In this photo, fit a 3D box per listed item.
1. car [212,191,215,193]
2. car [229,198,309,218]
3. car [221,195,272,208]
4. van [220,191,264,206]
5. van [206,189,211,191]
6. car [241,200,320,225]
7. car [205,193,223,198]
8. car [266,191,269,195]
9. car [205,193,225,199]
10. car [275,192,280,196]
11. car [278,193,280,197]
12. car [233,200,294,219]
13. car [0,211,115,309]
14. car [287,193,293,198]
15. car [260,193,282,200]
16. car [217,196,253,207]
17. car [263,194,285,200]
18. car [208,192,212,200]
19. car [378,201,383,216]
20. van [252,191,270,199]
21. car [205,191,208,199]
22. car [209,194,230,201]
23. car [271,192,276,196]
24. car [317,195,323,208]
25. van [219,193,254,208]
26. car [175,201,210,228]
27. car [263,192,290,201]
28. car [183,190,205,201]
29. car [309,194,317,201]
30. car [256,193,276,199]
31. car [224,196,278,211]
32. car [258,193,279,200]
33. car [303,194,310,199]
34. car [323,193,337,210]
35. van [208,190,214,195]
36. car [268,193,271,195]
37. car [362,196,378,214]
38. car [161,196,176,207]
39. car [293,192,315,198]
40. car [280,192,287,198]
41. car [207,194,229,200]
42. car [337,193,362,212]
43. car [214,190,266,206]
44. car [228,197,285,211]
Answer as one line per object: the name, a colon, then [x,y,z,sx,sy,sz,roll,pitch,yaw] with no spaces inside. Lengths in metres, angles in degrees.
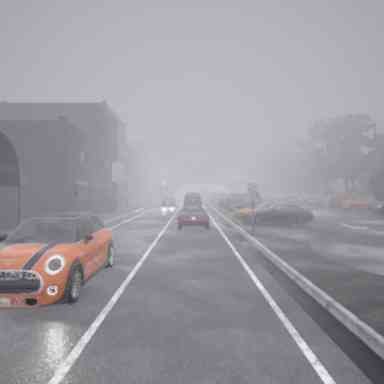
car: [6.105,1.172,56.420,4.553,1.767,2.185,0,0,0]
car: [5.855,1.455,25.805,5.366,1.575,1.946,0,0,0]
car: [6.069,1.402,36.937,4.892,1.521,2.231,0,0,0]
van: [5.968,1.160,39.844,4.442,1.987,1.878,0,0,0]
van: [6.340,0.889,84.251,4.442,1.987,1.878,0,0,0]
car: [6.048,1.511,23.163,4.674,1.452,2.002,1,0,1]
car: [6.252,1.031,95.386,5.008,1.535,2.097,0,0,0]
car: [19.237,1.064,73.104,4.553,1.767,2.185,0,0,0]
car: [6.434,1.049,92.602,5.366,1.575,1.946,0,0,0]
car: [19.210,1.119,64.750,4.553,1.767,2.185,0,0,0]
car: [19.238,1.261,61.966,5.008,1.535,2.097,0,0,0]
car: [6.078,1.473,28.588,4.792,1.488,2.163,0,0,0]
car: [-3.353,1.344,8.104,2.097,1.767,4.553,0,0,0]
car: [19.222,1.296,56.395,4.892,1.521,2.231,0,0,0]
car: [19.301,1.133,81.459,4.892,1.521,2.231,0,0,0]
car: [6.104,1.344,48.070,4.892,1.521,2.231,0,0,0]
car: [19.314,1.181,78.676,4.792,1.488,2.163,0,0,0]
car: [6.133,1.277,64.770,4.792,1.488,2.163,0,0,0]
car: [19.161,1.314,28.670,4.553,1.767,2.185,0,0,0]
van: [19.212,0.823,92.597,4.442,1.987,1.878,0,0,0]
car: [6.003,1.190,73.120,5.366,1.575,1.946,0,0,0]
car: [6.199,1.215,75.903,4.674,1.452,2.002,0,0,0]
car: [19.245,1.227,67.535,5.008,1.535,2.097,0,0,0]
car: [19.358,1.365,42.594,5.366,1.575,1.946,0,0,0]
van: [5.985,1.132,45.286,4.442,1.987,1.878,0,0,0]
car: [0.092,1.506,21.584,1.994,1.385,4.181,0,0,0]
car: [19.248,0.920,75.887,5.566,2.045,2.435,0,0,0]
car: [0.084,1.076,40.997,2.150,2.045,5.566,0,0,-1]
car: [19.187,1.355,45.254,5.008,1.535,2.097,0,0,0]
car: [19.314,1.131,87.029,4.674,1.452,2.002,0,0,0]
car: [6.038,1.444,34.154,4.792,1.488,2.163,0,0,0]
car: [19.308,1.111,84.244,5.008,1.535,2.097,0,0,0]
car: [19.160,1.370,48.041,4.792,1.488,2.163,0,0,0]
car: [19.192,1.131,39.809,5.566,2.045,2.435,0,0,0]
van: [6.054,1.004,67.615,4.442,1.987,1.878,0,0,0]
car: [19.262,1.249,70.320,4.674,1.452,2.002,0,0,0]
car: [19.169,1.300,31.455,4.553,1.767,2.185,0,0,0]
car: [-3.352,1.313,48.209,2.128,1.511,4.902,0,0,0]
car: [19.239,1.184,53.608,4.553,1.767,2.185,0,0,0]
car: [19.197,1.027,59.177,5.566,2.045,2.435,0,0,0]
car: [6.200,1.155,78.687,5.008,1.535,2.097,0,0,0]
car: [19.124,1.272,36.900,4.553,1.767,2.185,0,0,0]
car: [6.064,1.121,42.502,5.566,2.045,2.435,0,0,0]
car: [6.061,1.469,31.371,4.674,1.452,2.002,0,0,0]
